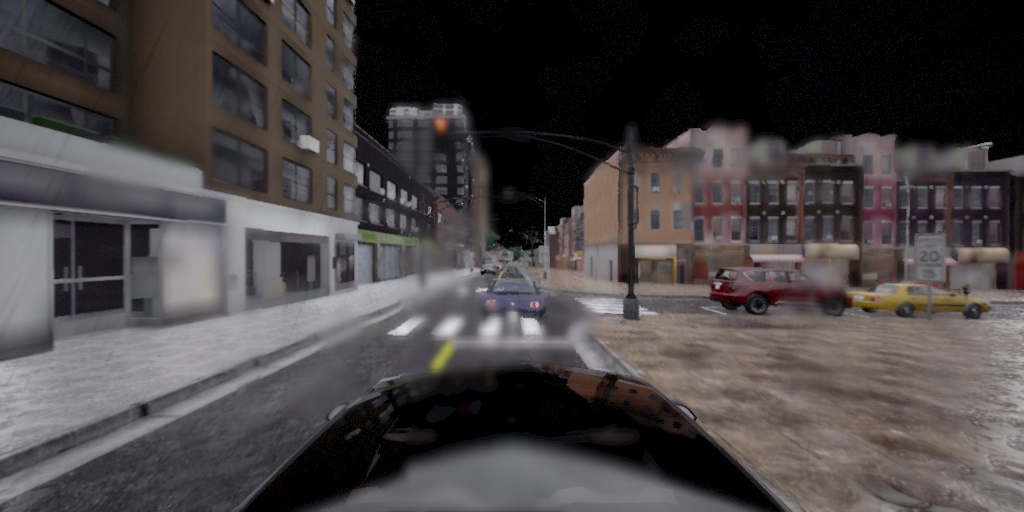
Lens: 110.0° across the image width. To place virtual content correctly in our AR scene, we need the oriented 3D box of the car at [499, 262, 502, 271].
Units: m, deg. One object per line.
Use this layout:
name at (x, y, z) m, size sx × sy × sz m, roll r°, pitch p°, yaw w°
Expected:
car at (-2.796, 1.777, 63.948) m, size 2.097 × 1.767 × 4.553 m, roll 0°, pitch -1°, yaw 0°

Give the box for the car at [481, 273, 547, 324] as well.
car at (0.076, 1.420, 12.260) m, size 1.895 × 1.301 × 4.718 m, roll 1°, pitch -1°, yaw 1°

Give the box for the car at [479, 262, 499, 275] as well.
car at (-2.871, 1.592, 43.907) m, size 1.837 × 1.490 × 4.892 m, roll 0°, pitch -1°, yaw 0°

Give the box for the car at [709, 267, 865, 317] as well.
car at (10.789, 1.395, 14.691) m, size 5.009 × 1.841 × 2.192 m, roll 0°, pitch 0°, yaw 0°

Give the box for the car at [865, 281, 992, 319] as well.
car at (16.504, 1.707, 14.683) m, size 4.829 × 1.417 × 1.751 m, roll 0°, pitch 0°, yaw 0°
